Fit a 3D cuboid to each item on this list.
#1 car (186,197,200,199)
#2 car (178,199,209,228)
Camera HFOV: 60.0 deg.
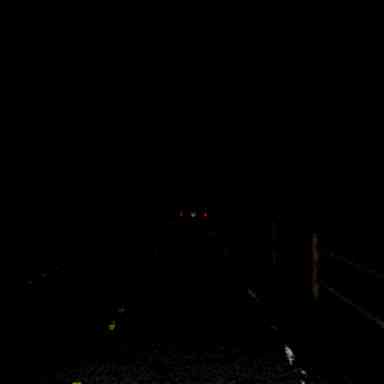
[{"bbox_3d":[0.068,1.604,40.724,2.150,2.045,5.566,0,-1,0],"label":"car"},{"bbox_3d":[0.079,1.582,24.020,2.097,1.767,4.553,0,-1,0],"label":"car"}]
